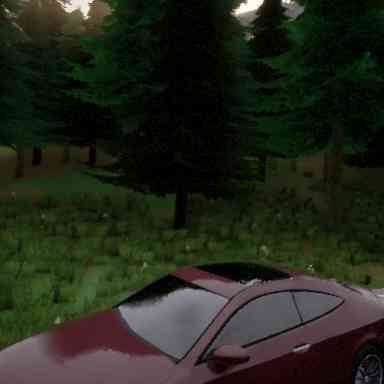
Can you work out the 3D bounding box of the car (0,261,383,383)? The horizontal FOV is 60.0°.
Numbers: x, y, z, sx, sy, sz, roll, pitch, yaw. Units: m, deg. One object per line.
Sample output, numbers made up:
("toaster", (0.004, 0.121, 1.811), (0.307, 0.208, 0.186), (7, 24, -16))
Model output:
("car", (0.273, 1.556, 3.518), (4.674, 1.442, 1.812), (1, -1, -32))
